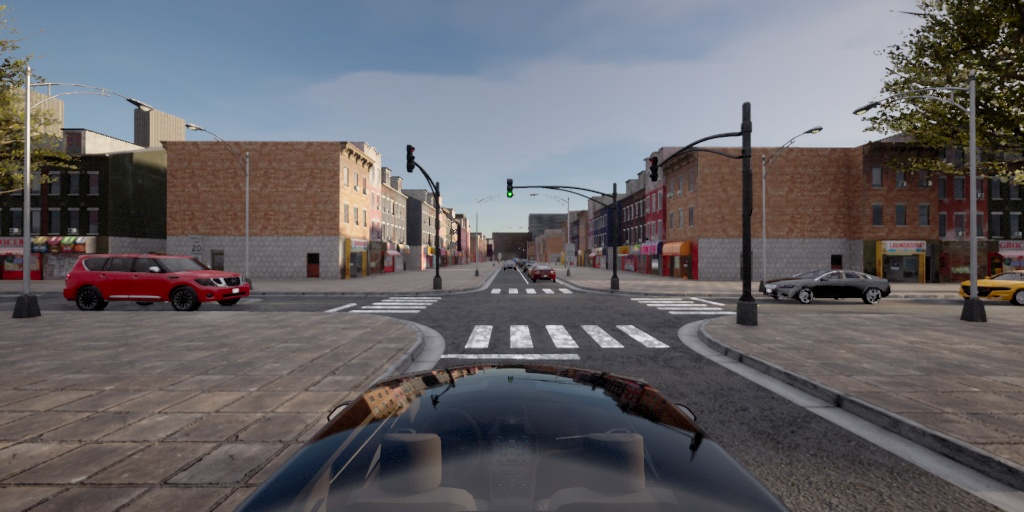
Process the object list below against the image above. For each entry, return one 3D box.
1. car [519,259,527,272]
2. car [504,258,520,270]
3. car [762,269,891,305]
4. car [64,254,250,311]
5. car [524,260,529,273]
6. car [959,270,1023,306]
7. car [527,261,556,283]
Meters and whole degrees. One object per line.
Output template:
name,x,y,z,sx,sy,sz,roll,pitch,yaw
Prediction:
car,2.296,1.404,45.667,1.948,1.339,4.313,0,0,0
car,-0.312,1.419,54.576,2.033,1.411,5.357,0,0,0
car,14.268,1.346,16.422,4.902,1.511,2.128,0,0,1
car,-13.106,0.939,13.428,5.566,2.045,2.150,0,0,0
car,2.384,1.329,34.478,1.751,1.417,4.829,0,0,0
car,23.719,1.400,16.448,5.008,1.535,1.882,0,0,0
car,2.429,1.335,28.629,1.888,1.381,4.507,0,0,0
